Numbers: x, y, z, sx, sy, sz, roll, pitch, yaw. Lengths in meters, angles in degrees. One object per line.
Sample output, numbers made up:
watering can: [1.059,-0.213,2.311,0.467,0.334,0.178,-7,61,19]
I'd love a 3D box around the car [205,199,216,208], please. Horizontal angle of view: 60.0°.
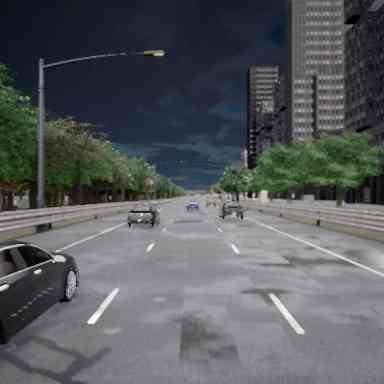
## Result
car: [3.513,2.073,61.326,1.812,1.442,4.674,0,-1,0]

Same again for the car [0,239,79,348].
car: [-3.399,1.519,5.407,1.837,1.490,4.892,0,0,0]

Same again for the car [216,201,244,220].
car: [3.506,1.568,30.007,1.837,1.490,4.892,0,-1,0]

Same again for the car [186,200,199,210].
car: [0.110,2.117,52.208,1.812,1.442,4.674,0,-1,0]

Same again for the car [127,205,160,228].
car: [-3.397,1.674,23.957,2.128,1.511,4.902,0,-1,0]

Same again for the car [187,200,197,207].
car: [0.015,2.461,72.242,2.128,1.511,4.902,0,-1,0]
